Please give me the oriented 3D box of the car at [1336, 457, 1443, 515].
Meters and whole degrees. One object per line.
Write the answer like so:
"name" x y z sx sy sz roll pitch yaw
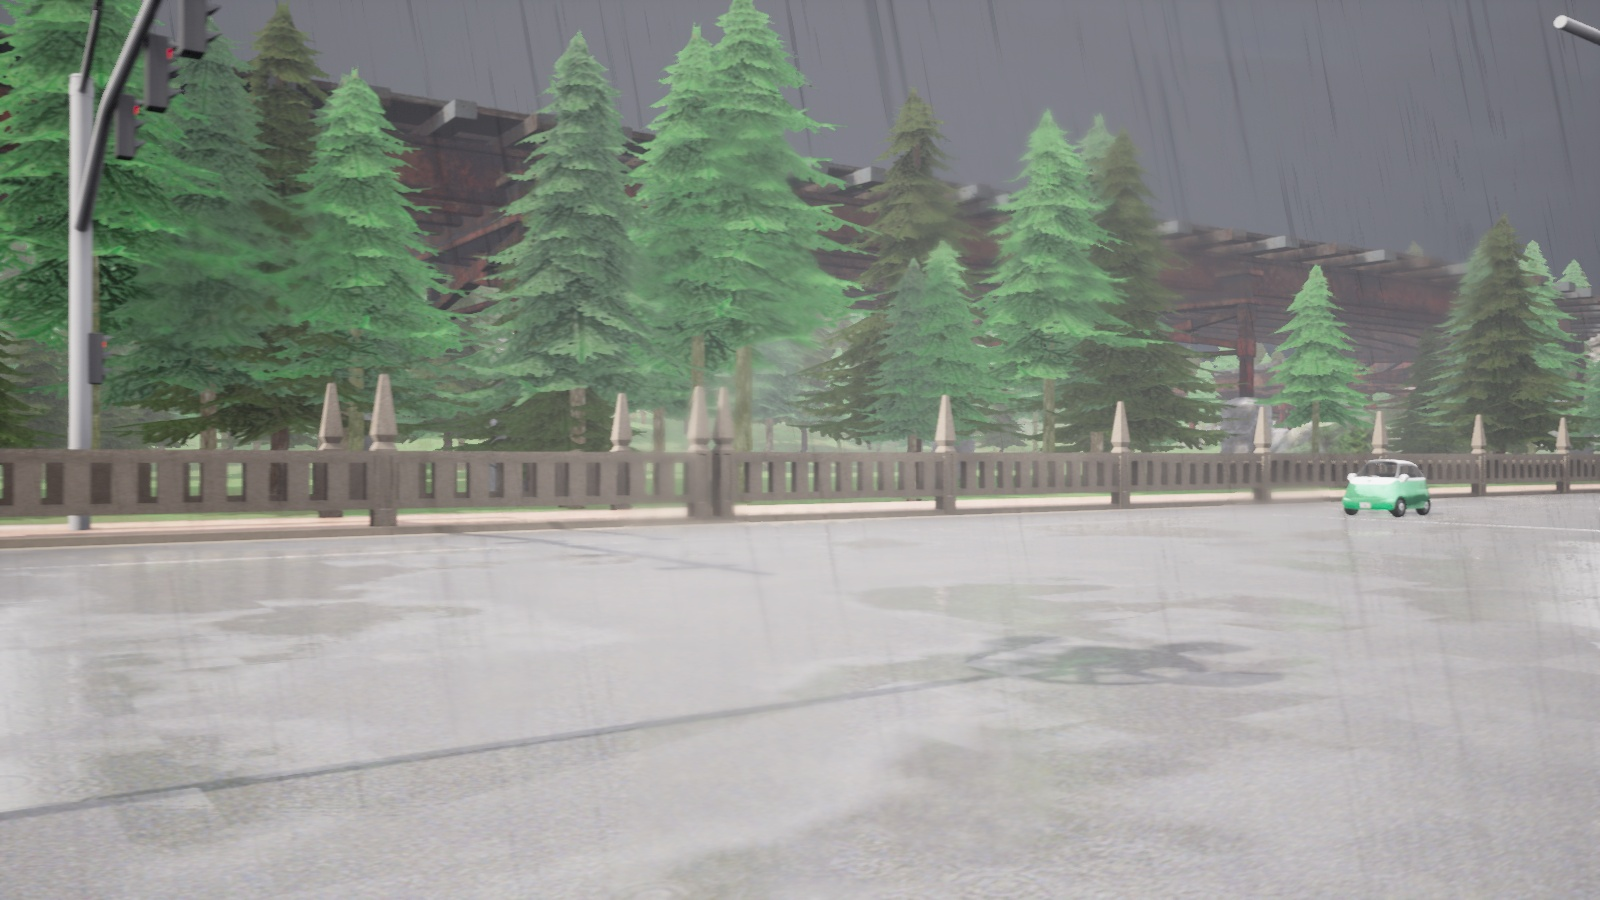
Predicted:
"car" 14.441 0.855 30.763 2.207 1.376 1.481 0 0 -35
